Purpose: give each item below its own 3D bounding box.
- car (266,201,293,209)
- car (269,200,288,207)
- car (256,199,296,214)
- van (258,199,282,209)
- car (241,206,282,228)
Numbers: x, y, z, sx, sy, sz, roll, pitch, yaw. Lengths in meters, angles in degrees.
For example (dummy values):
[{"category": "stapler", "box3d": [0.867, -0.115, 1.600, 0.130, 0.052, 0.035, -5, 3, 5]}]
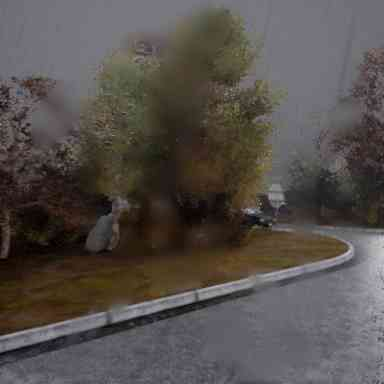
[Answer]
[{"category": "car", "box3d": [18.238, 2.696, 69.366, 1.946, 1.575, 5.366, 1, -1, -38]}, {"category": "car", "box3d": [23.060, 3.064, 89.021, 2.185, 1.767, 4.553, 2, -2, -38]}, {"category": "car", "box3d": [13.162, 2.378, 51.028, 2.150, 2.045, 5.566, 3, -3, -38]}, {"category": "van", "box3d": [15.859, 2.425, 67.878, 1.878, 1.987, 4.442, 1, -1, -38]}, {"category": "car", "box3d": [3.840, 1.932, 25.354, 2.033, 1.411, 5.357, 3, -3, -38]}]
